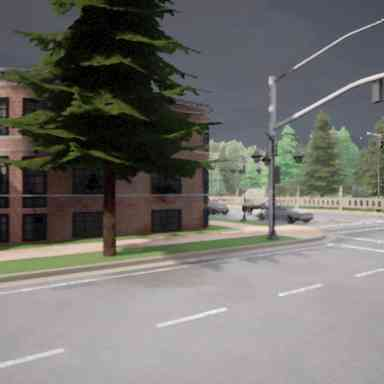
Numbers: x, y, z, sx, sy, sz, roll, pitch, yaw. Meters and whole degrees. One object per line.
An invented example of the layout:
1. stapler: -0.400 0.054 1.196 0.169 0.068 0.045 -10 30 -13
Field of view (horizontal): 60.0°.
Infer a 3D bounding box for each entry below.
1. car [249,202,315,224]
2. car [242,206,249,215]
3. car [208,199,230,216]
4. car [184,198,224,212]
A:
1. car: 6.869 1.608 25.244 1.895 1.301 4.718 0 0 -33
2. car: 7.001 1.606 31.392 1.895 1.301 4.718 0 0 -33
3. car: 1.736 1.500 33.019 1.837 1.490 4.892 0 0 -33
4. car: 1.362 1.540 39.971 2.033 1.411 5.357 0 0 -33
